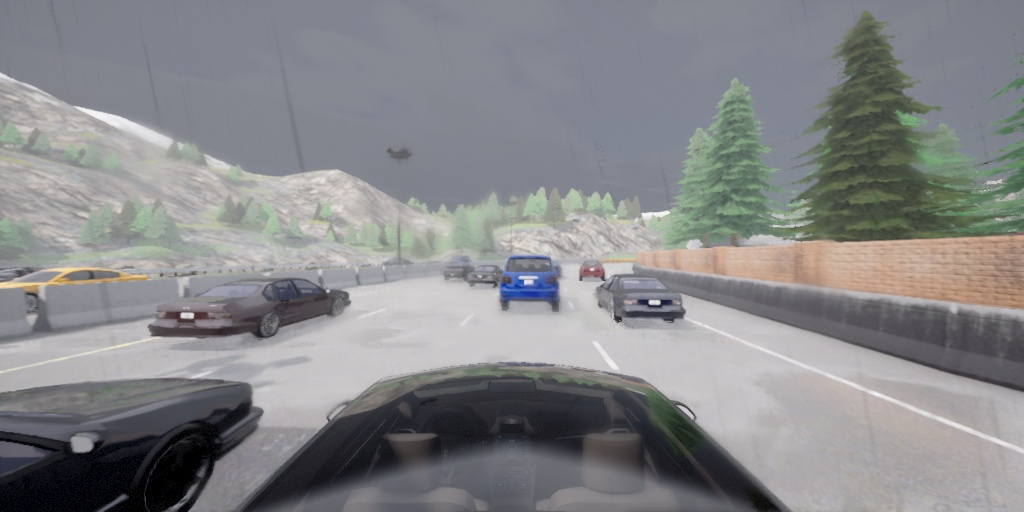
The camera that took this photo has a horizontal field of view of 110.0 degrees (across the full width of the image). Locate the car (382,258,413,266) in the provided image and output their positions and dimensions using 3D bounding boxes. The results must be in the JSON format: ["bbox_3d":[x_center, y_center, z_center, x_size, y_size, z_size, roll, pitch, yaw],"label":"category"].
[{"bbox_3d":[-16.470,1.224,52.747,1.837,1.490,4.892,0,0,18],"label":"car"}]

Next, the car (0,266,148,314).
[{"bbox_3d":[-17.004,1.188,13.641,1.882,1.535,5.008,0,0,5],"label":"car"}]

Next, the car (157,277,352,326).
[{"bbox_3d":[-6.587,1.283,9.947,2.033,1.411,5.357,0,0,3],"label":"car"}]

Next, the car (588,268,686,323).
[{"bbox_3d":[4.085,1.310,12.260,2.033,1.411,5.357,0,0,5],"label":"car"}]

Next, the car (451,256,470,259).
[{"bbox_3d":[-8.240,0.961,55.356,2.150,2.045,5.566,0,0,19],"label":"car"}]

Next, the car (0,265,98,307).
[{"bbox_3d":[-20.459,1.193,14.281,2.128,1.511,4.902,0,0,5],"label":"car"}]

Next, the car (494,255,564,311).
[{"bbox_3d":[0.811,0.976,14.678,2.150,2.045,5.566,0,0,5],"label":"car"}]

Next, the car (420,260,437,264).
[{"bbox_3d":[-12.385,1.294,53.961,1.994,1.385,4.181,0,0,19],"label":"car"}]

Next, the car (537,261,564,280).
[{"bbox_3d":[3.578,1.243,32.259,1.882,1.535,5.008,0,0,12],"label":"car"}]

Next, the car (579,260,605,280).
[{"bbox_3d":[6.883,1.125,30.954,2.097,1.767,4.553,0,0,12],"label":"car"}]

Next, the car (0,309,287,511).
[{"bbox_3d":[-3.402,1.289,1.057,2.033,1.411,5.357,0,0,0],"label":"car"}]

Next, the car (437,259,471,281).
[{"bbox_3d":[-4.085,1.237,29.661,2.128,1.511,4.902,0,0,11],"label":"car"}]

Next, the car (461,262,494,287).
[{"bbox_3d":[-1.534,1.299,24.137,2.033,1.411,5.357,0,0,9],"label":"car"}]
